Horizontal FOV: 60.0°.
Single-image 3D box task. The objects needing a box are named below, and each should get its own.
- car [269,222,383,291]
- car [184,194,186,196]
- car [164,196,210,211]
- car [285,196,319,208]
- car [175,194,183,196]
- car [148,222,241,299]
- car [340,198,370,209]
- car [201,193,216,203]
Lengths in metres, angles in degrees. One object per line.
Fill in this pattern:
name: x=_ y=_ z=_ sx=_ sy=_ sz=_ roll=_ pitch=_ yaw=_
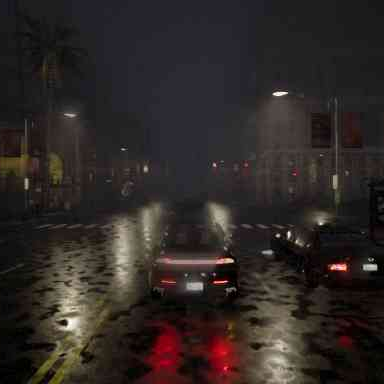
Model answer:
car: x=3.563 y=1.547 z=9.127 sx=2.033 sy=1.411 sz=5.357 roll=0 pitch=0 yaw=0
car: x=-2.713 y=1.355 z=91.427 sx=2.097 sy=1.767 sz=4.553 roll=0 pitch=0 yaw=10
car: x=-0.785 y=1.547 z=40.408 sx=5.357 sy=1.411 sz=2.033 roll=0 pitch=0 yaw=-42
car: x=15.942 y=1.351 z=48.476 sx=4.553 sy=1.767 sz=2.097 roll=0 pitch=0 yaw=4
car: x=-3.492 y=1.595 z=71.623 sx=1.895 sy=1.301 sz=4.718 roll=0 pitch=0 yaw=0
car: x=0.060 y=1.492 z=8.425 sx=2.128 sy=1.511 sz=4.902 roll=0 pitch=0 yaw=0
car: x=22.443 y=1.526 z=44.776 sx=4.674 sy=1.442 sz=1.812 roll=0 pitch=0 yaw=0
car: x=3.526 y=1.478 z=72.453 sx=1.882 sy=1.535 sz=5.008 roll=0 pitch=0 yaw=0
